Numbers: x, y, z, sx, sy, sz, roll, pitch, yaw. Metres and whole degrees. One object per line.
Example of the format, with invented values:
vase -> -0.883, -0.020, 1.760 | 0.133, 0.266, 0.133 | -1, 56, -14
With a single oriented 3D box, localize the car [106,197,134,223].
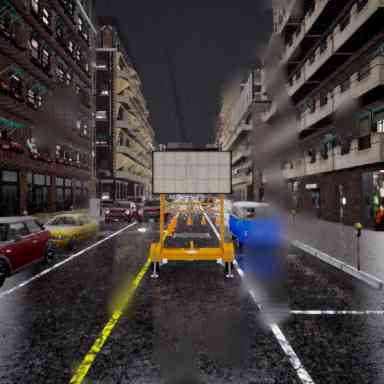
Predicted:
car -> -5.326, 1.443, 25.486 | 1.967, 1.590, 4.097 | 1, 0, 0

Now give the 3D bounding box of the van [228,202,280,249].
van -> 2.564, 1.343, 14.413 | 1.690, 1.788, 3.998 | 1, 0, 0

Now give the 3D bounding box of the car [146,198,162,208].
car -> -5.345, 1.586, 47.682 | 1.802, 1.307, 4.206 | 1, 0, 0

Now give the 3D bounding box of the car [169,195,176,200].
car -> -5.378, 1.582, 92.073 | 1.802, 1.307, 4.206 | 1, 0, 0

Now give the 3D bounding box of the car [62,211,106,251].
car -> -5.319, 1.528, 14.218 | 1.752, 1.417, 4.829 | 1, 0, 0

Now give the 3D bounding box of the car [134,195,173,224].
car -> -2.771, 1.355, 24.976 | 2.097, 1.767, 4.553 | 0, 0, 0

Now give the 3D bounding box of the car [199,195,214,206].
car -> 2.533, 1.444, 53.257 | 1.967, 1.590, 4.097 | 1, 0, 0

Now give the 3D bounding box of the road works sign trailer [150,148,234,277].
road works sign trailer -> -0.002, 0.466, 10.214 | 2.380, 3.560, 2.880 | 0, 0, 0

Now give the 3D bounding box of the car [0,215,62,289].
car -> -5.314, 1.442, 8.839 | 1.967, 1.590, 4.097 | 1, 0, 0

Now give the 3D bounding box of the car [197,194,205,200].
car -> 2.504, 1.441, 92.101 | 1.967, 1.590, 4.097 | 1, 0, 0

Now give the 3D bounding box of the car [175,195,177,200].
car -> -5.369, 1.553, 80.976 | 2.008, 1.369, 4.403 | 1, 0, 0

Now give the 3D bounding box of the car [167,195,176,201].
car -> -5.374, 1.567, 86.525 | 1.947, 1.339, 4.313 | 1, 0, 0

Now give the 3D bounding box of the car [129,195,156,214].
car -> -5.333, 1.319, 36.584 | 2.192, 1.841, 5.009 | 1, 0, 0

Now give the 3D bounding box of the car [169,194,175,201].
car -> -5.358, 1.318, 69.877 | 2.192, 1.841, 5.009 | 1, 0, 0
